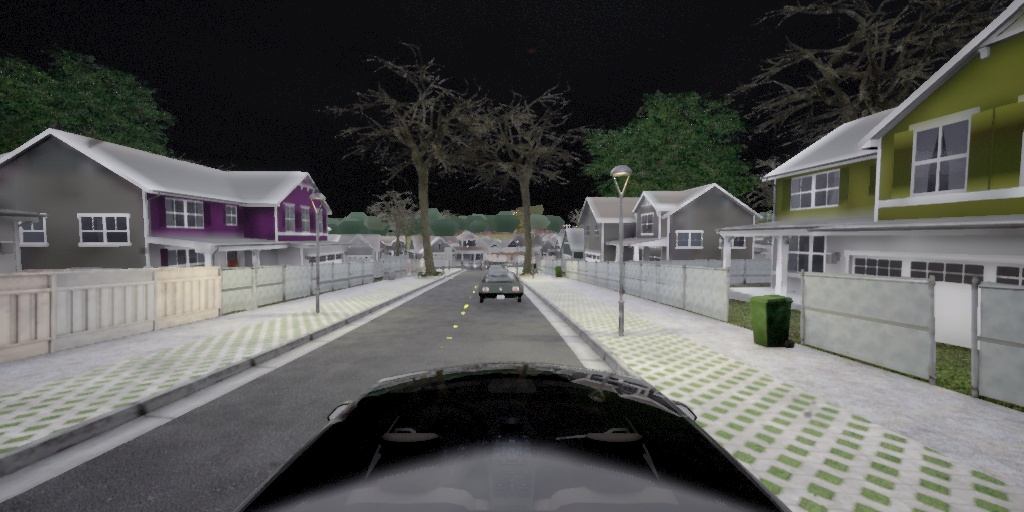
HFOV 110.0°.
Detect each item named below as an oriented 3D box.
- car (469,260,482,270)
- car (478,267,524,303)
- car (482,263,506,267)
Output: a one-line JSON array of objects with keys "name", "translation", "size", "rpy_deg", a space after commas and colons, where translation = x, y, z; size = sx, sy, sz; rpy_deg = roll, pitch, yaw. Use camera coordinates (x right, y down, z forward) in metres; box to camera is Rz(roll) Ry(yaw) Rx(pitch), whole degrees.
[{"name": "car", "translation": [-5.510, 1.412, 55.352], "size": [2.128, 1.511, 4.902], "rpy_deg": [0, 0, -3]}, {"name": "car", "translation": [-0.570, 1.364, 16.639], "size": [1.895, 1.301, 4.718], "rpy_deg": [0, 0, -3]}, {"name": "car", "translation": [-1.415, 1.358, 31.609], "size": [1.994, 1.385, 4.181], "rpy_deg": [0, 0, -3]}]
